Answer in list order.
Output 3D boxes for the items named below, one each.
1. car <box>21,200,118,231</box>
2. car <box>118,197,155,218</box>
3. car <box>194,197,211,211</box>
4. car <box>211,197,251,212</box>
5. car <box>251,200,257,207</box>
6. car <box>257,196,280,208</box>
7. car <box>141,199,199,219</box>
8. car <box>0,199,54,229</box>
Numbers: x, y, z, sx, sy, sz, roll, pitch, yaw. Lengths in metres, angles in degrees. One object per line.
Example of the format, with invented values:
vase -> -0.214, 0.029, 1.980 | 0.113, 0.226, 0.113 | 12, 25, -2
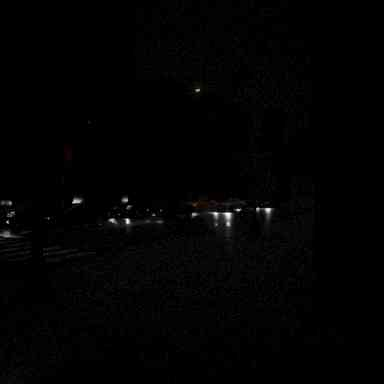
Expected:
car -> -7.278, 1.440, 20.259 | 2.128, 1.511, 4.902 | 0, 0, 35
car -> -4.765, 1.268, 29.433 | 2.097, 1.767, 4.553 | 0, 0, 35
car -> 0.905, 1.353, 37.431 | 1.882, 1.535, 5.008 | 0, 0, 36
car -> 4.356, 1.388, 36.679 | 1.812, 1.442, 4.674 | 0, 0, 35
car -> 6.710, 1.396, 45.587 | 1.994, 1.385, 4.181 | 0, 0, 35
car -> 10.438, 1.321, 45.204 | 1.837, 1.490, 4.892 | 0, 1, 36
car -> -1.745, 1.508, 28.070 | 1.895, 1.301, 4.718 | 0, 0, 36
car -> -10.268, 1.308, 21.657 | 2.097, 1.767, 4.553 | 0, 0, 35
